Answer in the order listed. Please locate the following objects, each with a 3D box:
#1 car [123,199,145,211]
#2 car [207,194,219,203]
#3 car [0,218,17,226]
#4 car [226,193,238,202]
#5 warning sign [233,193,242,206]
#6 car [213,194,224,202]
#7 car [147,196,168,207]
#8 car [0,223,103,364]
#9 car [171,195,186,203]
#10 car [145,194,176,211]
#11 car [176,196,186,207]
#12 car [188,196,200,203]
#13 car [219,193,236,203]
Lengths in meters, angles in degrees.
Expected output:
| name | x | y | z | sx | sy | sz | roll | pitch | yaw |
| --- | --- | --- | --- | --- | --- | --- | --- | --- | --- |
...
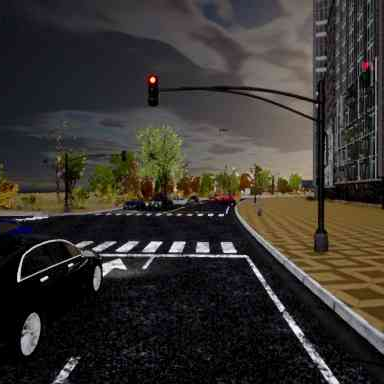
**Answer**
| name | x | y | z | sx | sy | sz | roll | pitch | yaw |
| --- | --- | --- | --- | --- | --- | --- | --- | --- | --- |
| car | -7.103 | 1.563 | 41.503 | 1.994 | 1.385 | 4.181 | 0 | 0 | 7 |
| car | 4.491 | 1.573 | 71.177 | 1.994 | 1.385 | 4.181 | 0 | 0 | 12 |
| car | -6.356 | 1.525 | 9.733 | 1.812 | 1.442 | 4.674 | 0 | 0 | 2 |
| car | 9.760 | 1.246 | 80.347 | 2.150 | 2.045 | 5.566 | 0 | 0 | 14 |
| warning sign | 6.538 | 1.122 | 48.170 | 1.300 | 1.860 | 1.060 | 0 | 0 | 8 |
| car | 6.454 | 1.373 | 80.486 | 2.097 | 1.767 | 4.553 | 0 | 0 | 14 |
| car | -5.480 | 1.493 | 53.317 | 2.128 | 1.511 | 4.902 | 0 | 0 | 9 |
| car | -3.014 | 1.504 | 5.845 | 1.837 | 1.490 | 4.892 | 0 | 0 | 1 |
| car | -2.692 | 1.499 | 68.933 | 2.128 | 1.511 | 4.902 | 0 | 0 | 11 |
| car | -3.833 | 1.222 | 41.537 | 2.150 | 2.045 | 5.566 | 0 | 0 | 7 |
| car | -2.299 | 1.604 | 52.625 | 1.895 | 1.301 | 4.718 | 0 | 0 | 9 |
| car | 0.424 | 1.534 | 67.926 | 1.812 | 1.442 | 4.674 | 0 | 0 | 11 |
| car | 7.608 | 1.239 | 70.055 | 2.150 | 2.045 | 5.566 | 0 | 0 | 12 |
